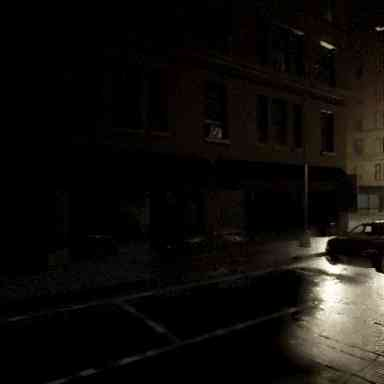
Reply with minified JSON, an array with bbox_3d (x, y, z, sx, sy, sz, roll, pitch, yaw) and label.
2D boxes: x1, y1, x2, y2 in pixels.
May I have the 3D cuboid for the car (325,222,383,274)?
[{"bbox_3d":[6.210,1.668,10.979,4.507,1.381,1.887,1,-1,-36],"label":"car"}]
